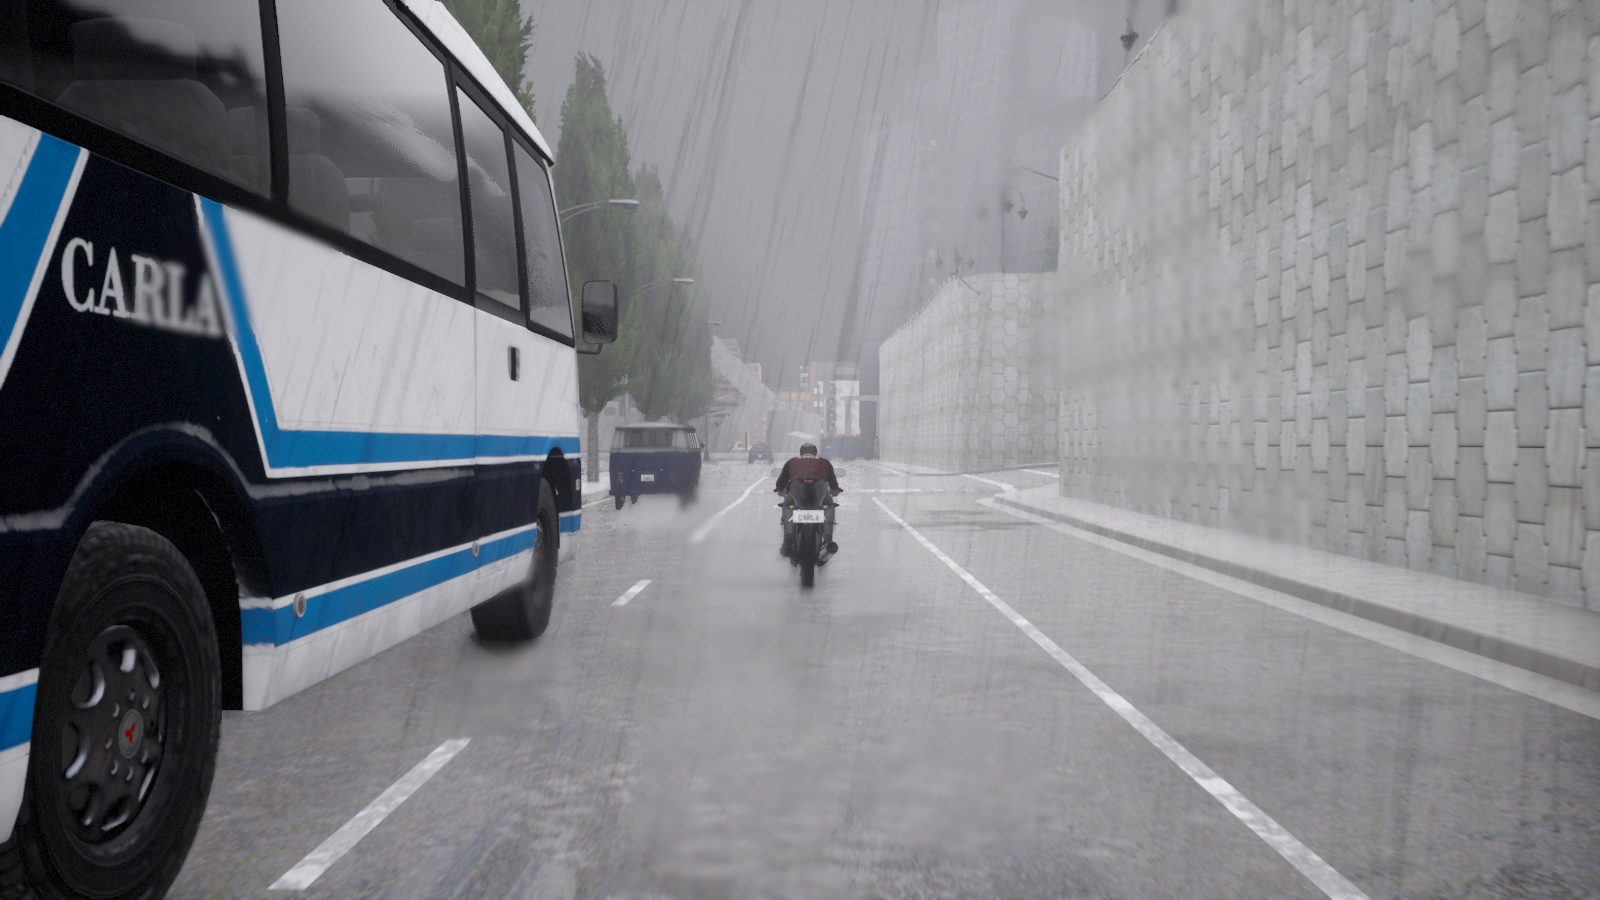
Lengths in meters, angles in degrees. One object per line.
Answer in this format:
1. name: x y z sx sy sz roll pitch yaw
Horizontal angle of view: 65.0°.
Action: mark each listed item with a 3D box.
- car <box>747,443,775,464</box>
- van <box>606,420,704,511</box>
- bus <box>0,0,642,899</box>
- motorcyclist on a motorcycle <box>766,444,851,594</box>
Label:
1. car: -2.863 0.233 93.195 1.816 1.474 4.193 0 0 2
2. van: -3.319 0.330 29.556 1.775 1.987 4.442 0 0 0
3. bus: -3.448 -0.668 6.342 3.944 4.253 10.273 0 0 0
4. motorcyclist on a motorcycle: 0.093 0.703 13.962 0.866 1.530 2.191 0 0 0
